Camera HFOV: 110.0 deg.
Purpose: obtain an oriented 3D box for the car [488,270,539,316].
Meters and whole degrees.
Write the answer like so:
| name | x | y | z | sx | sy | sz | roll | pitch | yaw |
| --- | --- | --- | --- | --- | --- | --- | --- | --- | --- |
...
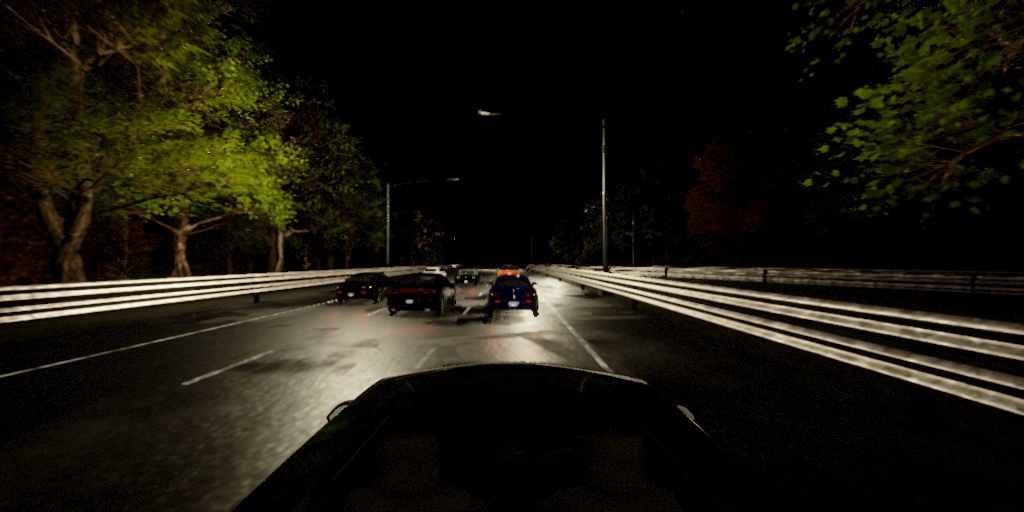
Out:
| name | x | y | z | sx | sy | sz | roll | pitch | yaw |
| --- | --- | --- | --- | --- | --- | --- | --- | --- | --- |
| car | 0.027 | 1.462 | 14.278 | 1.812 | 1.442 | 4.674 | 0 | -1 | 0 |

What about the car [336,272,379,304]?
| name | x | y | z | sx | sy | sz | roll | pitch | yaw |
| --- | --- | --- | --- | --- | --- | --- | --- | --- | --- |
| car | -7.010 | 1.520 | 17.846 | 1.812 | 1.442 | 4.674 | 0 | -1 | -1 |

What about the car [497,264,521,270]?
| name | x | y | z | sx | sy | sz | roll | pitch | yaw |
| --- | --- | --- | --- | --- | --- | --- | --- | --- | --- |
| car | -0.242 | 1.568 | 32.153 | 2.097 | 1.767 | 4.553 | 0 | -1 | -1 |

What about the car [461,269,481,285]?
| name | x | y | z | sx | sy | sz | roll | pitch | yaw |
| --- | --- | --- | --- | --- | --- | --- | --- | --- | --- |
| car | -3.712 | 1.798 | 30.871 | 1.895 | 1.301 | 4.718 | 0 | -1 | -1 |

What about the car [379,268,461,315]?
| name | x | y | z | sx | sy | sz | roll | pitch | yaw |
| --- | --- | --- | --- | --- | --- | --- | --- | --- | --- |
| car | -3.476 | 1.420 | 14.561 | 1.882 | 1.535 | 5.008 | 0 | -1 | 0 |
